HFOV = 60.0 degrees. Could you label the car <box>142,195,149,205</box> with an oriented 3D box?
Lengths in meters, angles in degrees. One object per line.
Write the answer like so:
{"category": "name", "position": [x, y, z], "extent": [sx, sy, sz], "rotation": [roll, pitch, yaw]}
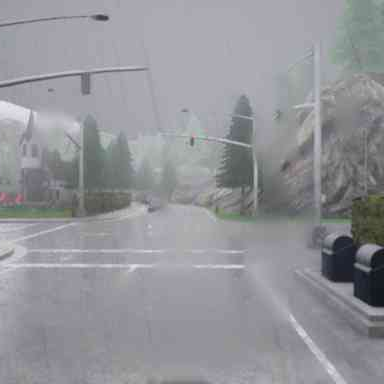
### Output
{"category": "car", "position": [-7.024, 1.311, 56.216], "extent": [2.097, 1.767, 4.553], "rotation": [0, 0, -20]}

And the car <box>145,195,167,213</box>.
{"category": "car", "position": [-3.748, 1.475, 36.679], "extent": [1.837, 1.490, 4.892], "rotation": [0, 1, -2]}
